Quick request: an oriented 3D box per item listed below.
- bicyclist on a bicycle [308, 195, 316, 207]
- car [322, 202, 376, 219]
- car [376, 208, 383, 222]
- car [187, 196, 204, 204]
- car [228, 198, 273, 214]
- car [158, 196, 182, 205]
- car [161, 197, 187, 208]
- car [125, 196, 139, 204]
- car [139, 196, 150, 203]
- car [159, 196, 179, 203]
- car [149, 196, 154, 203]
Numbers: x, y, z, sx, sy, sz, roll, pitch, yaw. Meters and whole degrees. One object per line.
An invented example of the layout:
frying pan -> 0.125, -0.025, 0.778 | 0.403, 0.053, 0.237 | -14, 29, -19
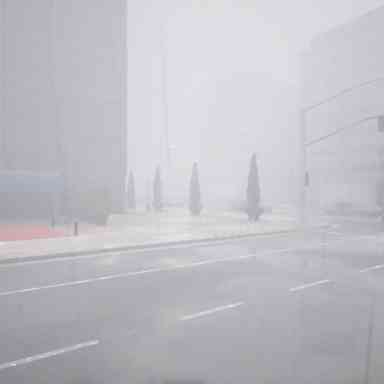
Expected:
bicyclist on a bicycle -> 16.857, 1.301, 46.689 | 1.656, 1.620, 0.582 | 0, 0, -35
car -> 14.197, 1.601, 29.533 | 1.895, 1.301, 4.718 | 0, 0, -35
car -> 12.776, 1.547, 19.141 | 2.033, 1.411, 5.357 | 0, 0, 11
car -> 0.269, 1.352, 62.154 | 2.097, 1.767, 4.553 | 0, 0, -35
car -> 6.283, 1.525, 34.784 | 1.812, 1.442, 4.674 | 0, 0, -35
car -> -4.158, 1.547, 62.386 | 2.033, 1.411, 5.357 | 0, 0, -35
car -> -3.136, 1.526, 48.324 | 1.812, 1.442, 4.674 | 0, 0, -35
car -> -12.448, 1.532, 61.870 | 2.128, 1.511, 4.902 | 0, 0, -35
car -> -9.874, 1.520, 70.413 | 2.128, 1.511, 4.902 | 0, 0, -35
car -> -4.859, 1.601, 69.491 | 1.895, 1.301, 4.718 | 0, 0, -35
car -> -5.048, 1.525, 57.245 | 1.812, 1.442, 4.674 | 0, 0, -34
